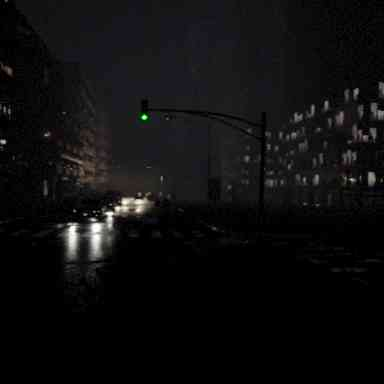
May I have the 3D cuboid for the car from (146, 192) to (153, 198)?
[{"bbox_3d":[-11.108,0.804,86.558,1.752,1.417,4.829,0,0,-9],"label":"car"}]

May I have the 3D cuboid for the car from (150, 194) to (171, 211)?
[{"bbox_3d":[-3.310,1.251,36.148,1.887,1.381,4.507,0,0,-9],"label":"car"}]

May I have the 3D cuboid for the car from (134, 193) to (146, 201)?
[{"bbox_3d":[-10.213,0.951,64.138,2.033,1.411,5.357,1,0,-9],"label":"car"}]

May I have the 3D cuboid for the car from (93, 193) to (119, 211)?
[{"bbox_3d":[-8.679,1.114,33.310,1.812,1.442,4.674,1,0,-9],"label":"car"}]

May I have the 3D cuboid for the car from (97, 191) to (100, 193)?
[{"bbox_3d":[-13.272,0.729,45.977,2.192,1.841,5.009,1,0,-9],"label":"car"}]

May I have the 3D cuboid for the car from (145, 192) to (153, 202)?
[{"bbox_3d":[-6.764,1.066,58.477,2.008,1.369,4.403,0,0,-9],"label":"car"}]

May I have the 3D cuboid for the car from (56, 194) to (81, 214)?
[{"bbox_3d":[-10.684,1.104,29.231,1.887,1.381,4.507,1,0,-9],"label":"car"}]

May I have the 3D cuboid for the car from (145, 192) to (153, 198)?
[{"bbox_3d":[-11.945,0.779,91.972,1.887,1.381,4.507,0,0,-9],"label":"car"}]

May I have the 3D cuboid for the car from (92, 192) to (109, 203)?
[{"bbox_3d":[-14.137,0.807,51.560,1.967,1.590,4.097,1,0,-9],"label":"car"}]

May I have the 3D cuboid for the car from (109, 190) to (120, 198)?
[{"bbox_3d":[-18.454,0.446,79.471,2.192,1.841,5.009,0,0,-9],"label":"car"}]

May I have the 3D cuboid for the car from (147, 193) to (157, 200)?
[{"bbox_3d":[-8.491,0.965,69.642,1.887,1.381,4.507,0,0,-9],"label":"car"}]

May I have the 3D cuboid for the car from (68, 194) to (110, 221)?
[{"bbox_3d":[-7.191,1.177,23.670,1.837,1.490,4.892,1,0,-9],"label":"car"}]

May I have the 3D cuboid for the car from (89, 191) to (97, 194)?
[{"bbox_3d":[-11.547,0.950,34.813,1.967,1.590,4.097,1,0,-9],"label":"car"}]

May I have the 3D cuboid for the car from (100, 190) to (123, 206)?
[{"bbox_3d":[-10.248,0.721,43.535,2.150,2.045,5.566,1,0,-9],"label":"car"}]

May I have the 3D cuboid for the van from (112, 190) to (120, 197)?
[{"bbox_3d":[-19.317,0.426,85.052,1.690,1.788,3.998,0,0,-9],"label":"van"}]
